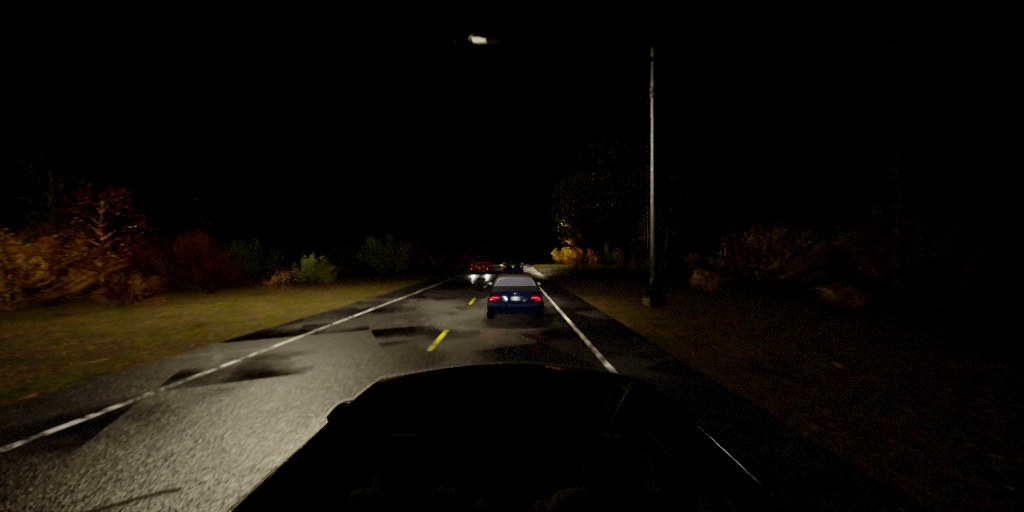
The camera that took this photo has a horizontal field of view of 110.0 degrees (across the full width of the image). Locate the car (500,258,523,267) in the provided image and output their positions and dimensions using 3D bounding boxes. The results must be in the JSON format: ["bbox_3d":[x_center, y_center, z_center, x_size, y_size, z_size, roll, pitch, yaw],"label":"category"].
[{"bbox_3d":[0.101,1.107,37.589,2.097,1.767,4.553,0,0,0],"label":"car"}]

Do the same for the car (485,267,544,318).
[{"bbox_3d":[0.098,1.299,13.020,2.033,1.411,5.357,0,0,0],"label":"car"}]

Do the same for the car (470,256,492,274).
[{"bbox_3d":[-3.568,0.977,42.090,2.150,2.045,5.566,0,0,0],"label":"car"}]
